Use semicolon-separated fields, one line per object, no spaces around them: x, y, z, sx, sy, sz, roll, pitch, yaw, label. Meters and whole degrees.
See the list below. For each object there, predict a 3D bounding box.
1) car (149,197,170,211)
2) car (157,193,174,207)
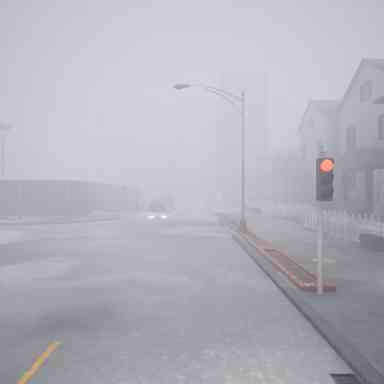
-4.083;1.601;40.949;1.895;1.301;4.718;0;0;0;car
-4.057;1.221;51.590;2.150;2.045;5.566;0;0;1;car
